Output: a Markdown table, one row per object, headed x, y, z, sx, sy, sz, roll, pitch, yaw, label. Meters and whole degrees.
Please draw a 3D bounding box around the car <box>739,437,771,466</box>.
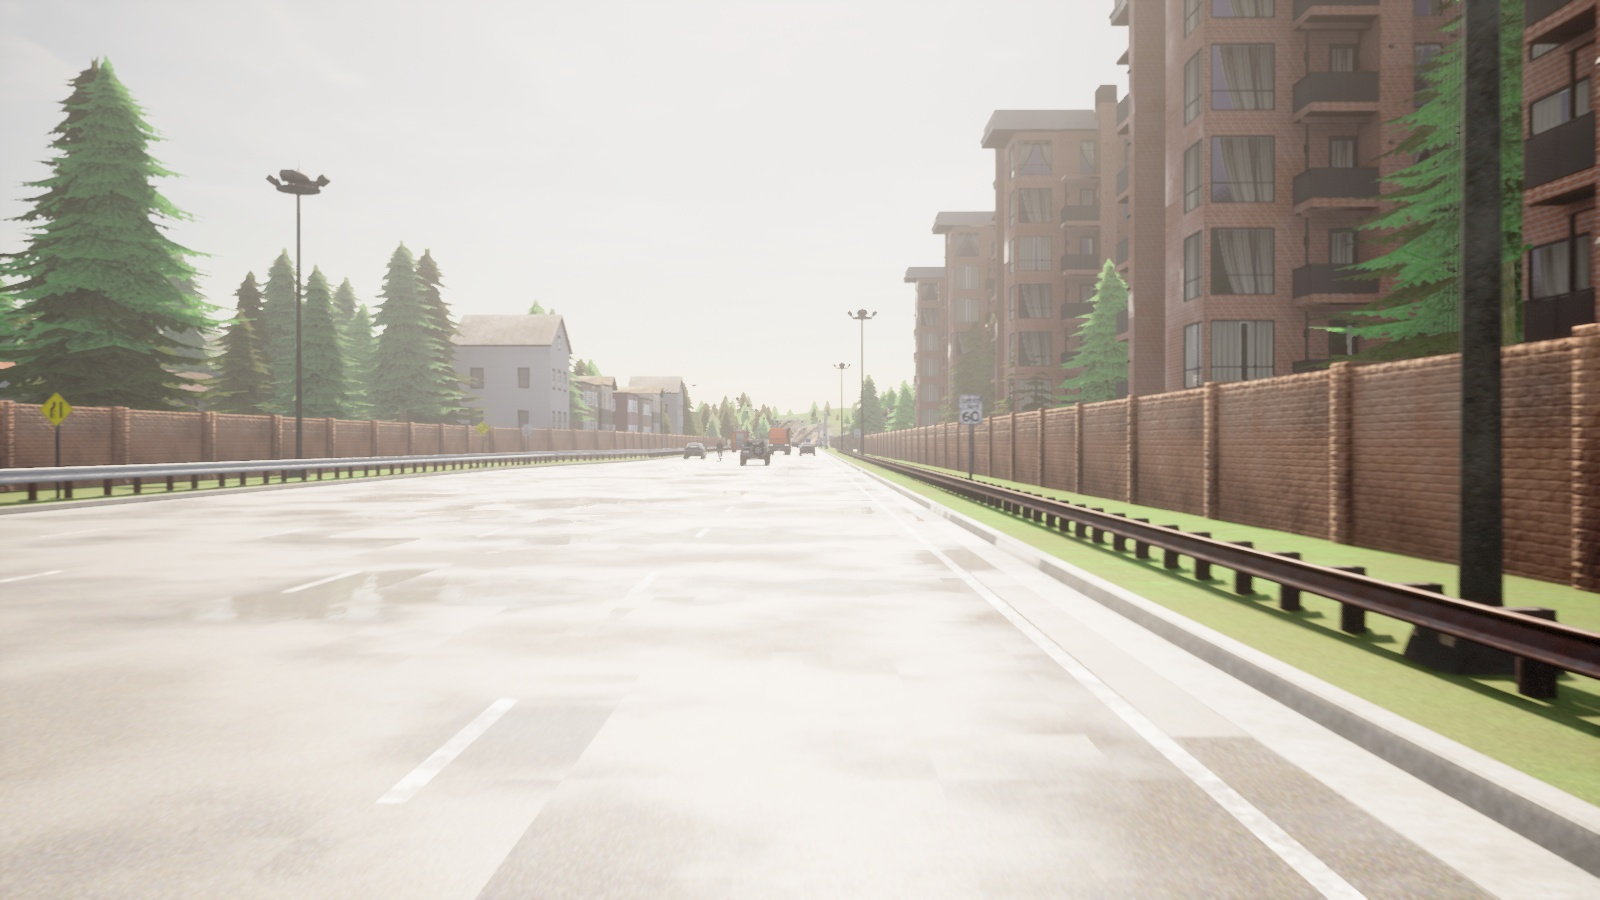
| x | y | z | sx | sy | sz | roll | pitch | yaw | label |
| --- | --- | --- | --- | --- | --- | --- | --- | --- | --- |
| -3.002 | 0.081 | 84.808 | 1.932 | 1.855 | 4.605 | 0 | 0 | 0 | car |
